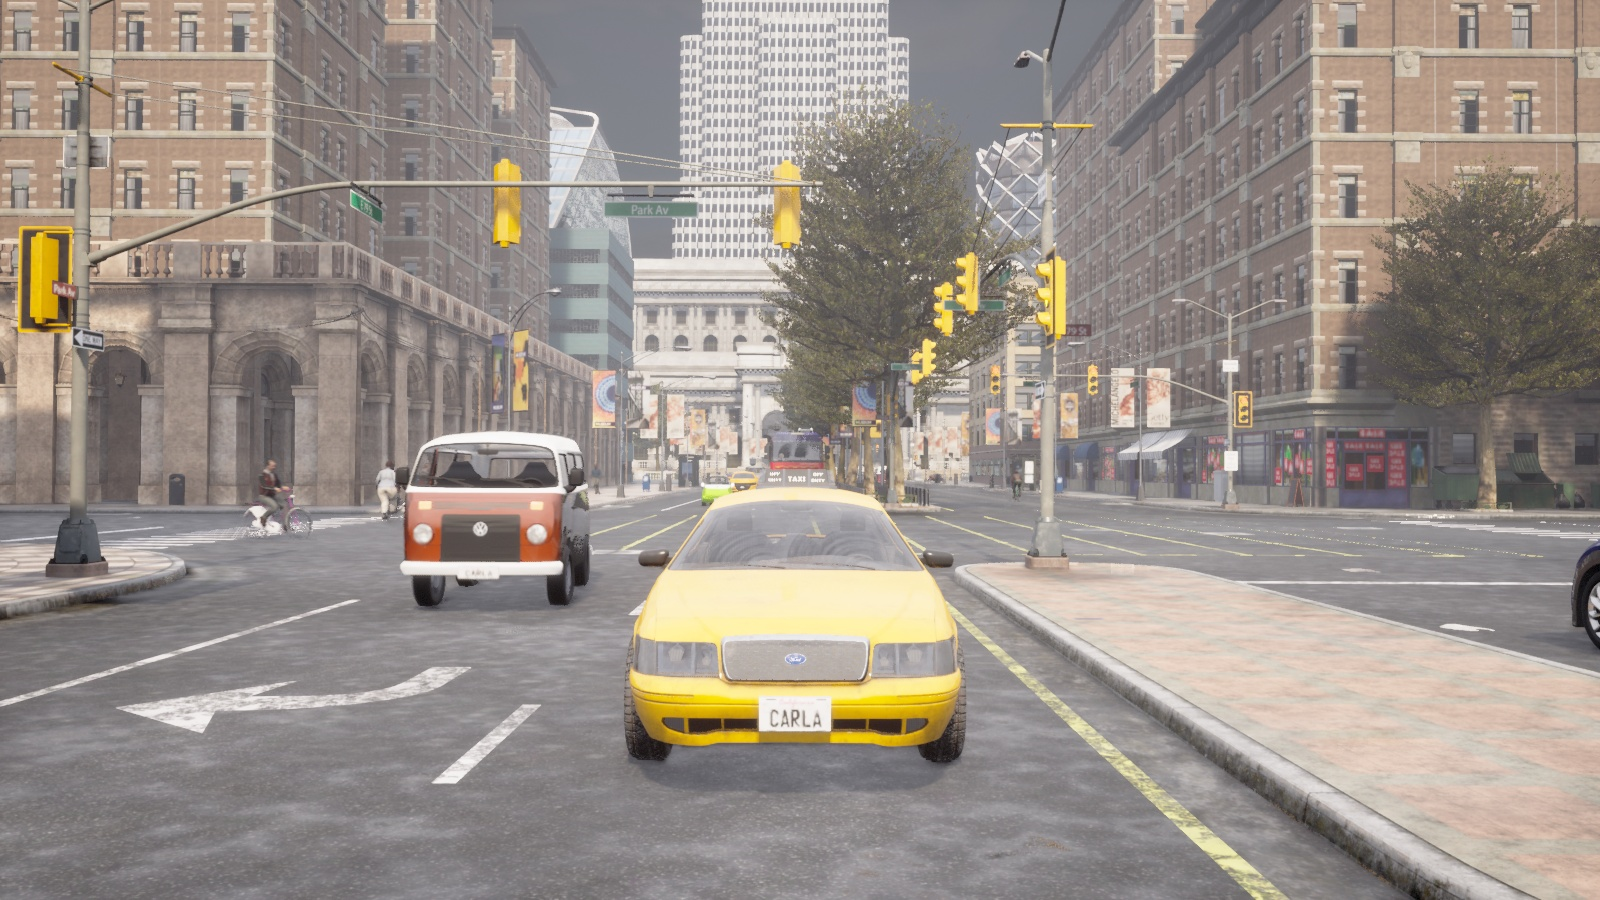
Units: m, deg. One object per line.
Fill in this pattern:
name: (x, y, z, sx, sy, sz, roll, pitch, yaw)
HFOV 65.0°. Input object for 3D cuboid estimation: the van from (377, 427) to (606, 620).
van: (-3.608, 0.813, 15.543, 2.069, 2.038, 4.480, 0, -1, -5)

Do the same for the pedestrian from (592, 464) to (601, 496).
pedestrian: (-11.834, 1.741, 72.950, 0.370, 1.835, 0.726, 0, -1, 2)

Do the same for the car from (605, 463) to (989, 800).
car: (-0.020, 0.898, 8.598, 1.801, 1.575, 5.366, 0, -1, 0)

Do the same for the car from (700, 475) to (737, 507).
car: (-3.627, 1.823, 56.088, 1.481, 1.376, 2.207, 0, -1, 0)

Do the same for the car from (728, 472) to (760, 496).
car: (-3.689, 2.199, 83.115, 1.882, 1.535, 5.008, 0, -1, 0)

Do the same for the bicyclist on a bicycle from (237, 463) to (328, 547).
bicyclist on a bicycle: (-11.287, 1.189, 27.378, 1.843, 1.776, 0.659, -1, 0, 19)

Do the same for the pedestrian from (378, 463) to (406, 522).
pedestrian: (-12.941, 1.340, 39.835, 0.634, 1.844, 0.899, 0, -1, -3)

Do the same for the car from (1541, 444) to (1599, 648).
car: (7.978, 0.799, 9.444, 2.097, 1.767, 4.553, 0, -1, 0)

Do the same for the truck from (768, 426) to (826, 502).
truck: (-0.158, 0.786, 67.773, 2.891, 3.827, 8.468, 0, -1, 0)

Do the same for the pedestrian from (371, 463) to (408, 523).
pedestrian: (-12.760, 1.322, 39.037, 0.874, 1.855, 0.900, 0, -1, -1)
